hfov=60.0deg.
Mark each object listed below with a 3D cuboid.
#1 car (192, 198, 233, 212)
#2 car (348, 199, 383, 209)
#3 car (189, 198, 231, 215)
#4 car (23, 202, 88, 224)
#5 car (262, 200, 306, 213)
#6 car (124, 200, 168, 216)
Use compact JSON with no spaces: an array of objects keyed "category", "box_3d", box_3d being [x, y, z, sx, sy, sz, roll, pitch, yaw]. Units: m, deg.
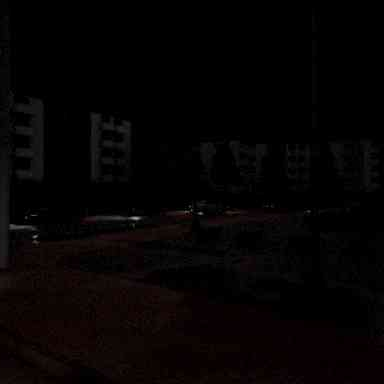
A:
[{"category":"car","box_3d":[2.516,1.554,40.369,4.892,1.490,1.837,0,0,-37]},{"category":"car","box_3d":[24.247,1.619,46.117,4.718,1.301,1.895,0,0,-9]},{"category":"car","box_3d":[1.679,1.569,34.884,4.674,1.442,1.812,0,0,-45]},{"category":"car","box_3d":[-10.312,1.557,25.412,1.837,1.490,4.892,0,0,34]},{"category":"car","box_3d":[10.350,1.579,37.387,5.357,1.411,2.033,0,0,-31]},{"category":"car","box_3d":[-4.546,1.530,33.405,1.882,1.535,5.008,0,0,40]}]
